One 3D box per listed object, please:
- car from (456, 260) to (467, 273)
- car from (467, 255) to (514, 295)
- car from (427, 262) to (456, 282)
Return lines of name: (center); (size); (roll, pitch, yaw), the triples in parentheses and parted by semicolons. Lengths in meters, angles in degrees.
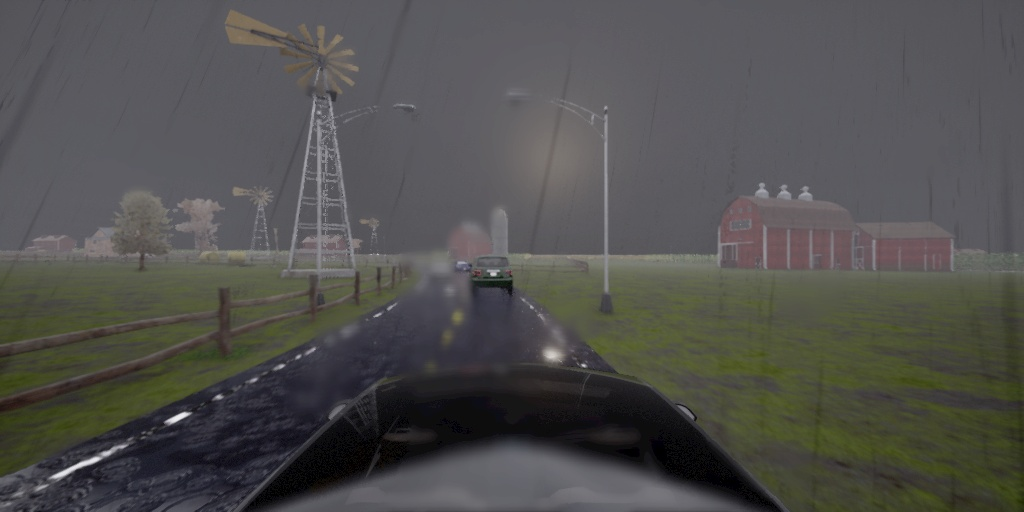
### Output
car: (-5.832, 1.228, 41.733); (1.812, 1.442, 4.674); (0, 0, -16)
car: (-1.244, 0.976, 20.111); (2.150, 2.045, 5.566); (0, 0, -7)
car: (-5.682, 1.250, 28.726); (1.837, 1.490, 4.892); (0, 0, -11)
